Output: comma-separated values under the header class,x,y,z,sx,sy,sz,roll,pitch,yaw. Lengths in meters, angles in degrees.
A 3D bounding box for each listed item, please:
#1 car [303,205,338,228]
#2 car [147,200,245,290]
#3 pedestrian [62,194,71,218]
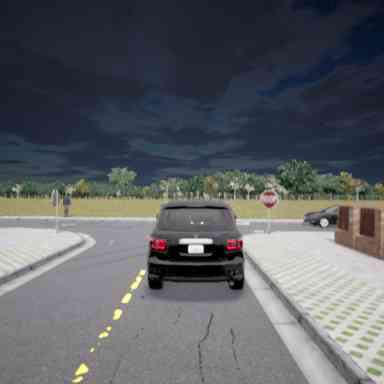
class,x,y,z,sx,sy,sz,roll,pitch,yaw
car,10.215,1.652,22.905,4.892,1.490,1.837,1,0,0
car,0.120,1.219,9.246,2.150,2.045,5.566,0,0,1
pedestrian,-9.704,1.059,25.688,0.375,1.860,0.375,0,-1,0
